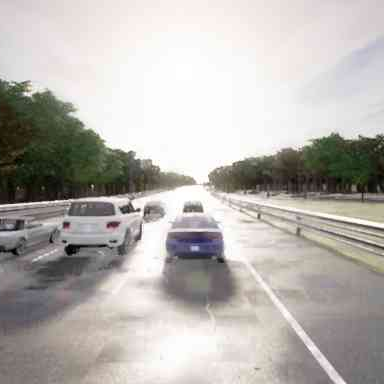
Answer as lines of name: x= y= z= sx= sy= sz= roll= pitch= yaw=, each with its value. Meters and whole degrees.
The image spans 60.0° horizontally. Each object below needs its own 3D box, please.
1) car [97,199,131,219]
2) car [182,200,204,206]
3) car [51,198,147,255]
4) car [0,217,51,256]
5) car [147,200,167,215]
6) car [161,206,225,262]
car: x=-6.902 y=1.481 z=29.909 sx=1.837 sy=1.490 sz=4.892 roll=0 pitch=0 yaw=0
car: x=0.100 y=1.447 z=31.359 sx=1.882 sy=1.535 sz=5.008 roll=0 pitch=0 yaw=0
car: x=-3.403 y=1.238 z=13.565 sx=2.150 sy=2.045 sz=5.566 roll=0 pitch=0 yaw=0
car: x=-6.906 y=1.617 z=13.058 sx=1.895 sy=1.301 sz=4.718 roll=0 pitch=0 yaw=0
car: x=-3.400 y=1.498 z=30.795 sx=1.812 sy=1.442 sz=4.674 roll=0 pitch=0 yaw=0
car: x=0.091 y=1.495 z=12.222 sx=1.882 sy=1.535 sz=5.008 roll=0 pitch=0 yaw=0
